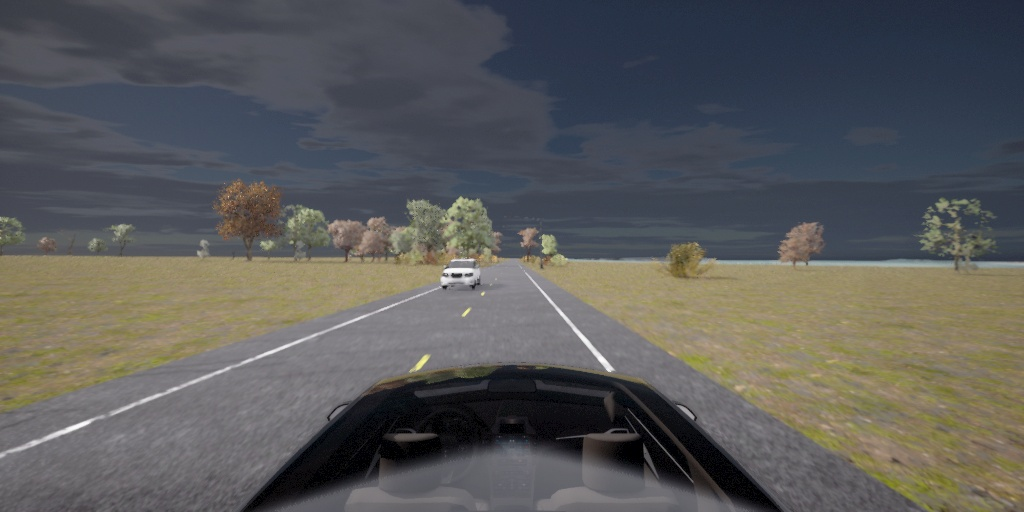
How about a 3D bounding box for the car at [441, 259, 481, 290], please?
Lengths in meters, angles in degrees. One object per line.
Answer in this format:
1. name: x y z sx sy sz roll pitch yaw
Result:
1. car: -3.399 1.200 24.904 2.150 2.045 5.566 0 -1 1
